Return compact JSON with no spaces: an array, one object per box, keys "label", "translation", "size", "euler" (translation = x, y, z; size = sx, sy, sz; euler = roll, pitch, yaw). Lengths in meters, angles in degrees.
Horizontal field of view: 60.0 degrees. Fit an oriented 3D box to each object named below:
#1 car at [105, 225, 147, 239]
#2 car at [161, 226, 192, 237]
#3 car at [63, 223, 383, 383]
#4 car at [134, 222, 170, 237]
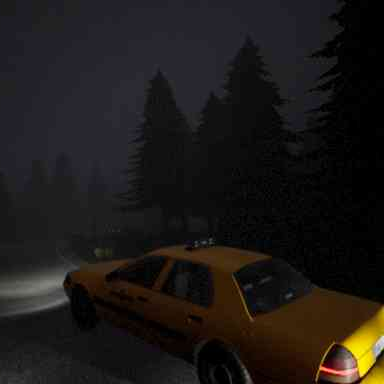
[{"label":"car","translation":[-7.304,4.471,37.238],"size":[2.033,1.411,5.357],"euler":[-4,-8,21]},{"label":"car","translation":[-2.087,5.498,46.492],"size":[1.882,1.535,5.008],"euler":[-5,-8,31]},{"label":"car","translation":[-0.067,1.436,4.938],"size":[5.366,1.575,1.801],"euler":[0,1,44]},{"label":"car","translation":[-5.566,5.408,47.618],"size":[2.150,2.045,5.566],"euler":[-5,-8,31]}]
